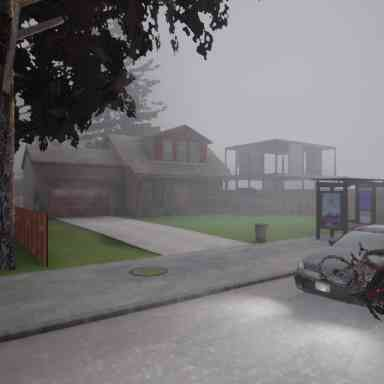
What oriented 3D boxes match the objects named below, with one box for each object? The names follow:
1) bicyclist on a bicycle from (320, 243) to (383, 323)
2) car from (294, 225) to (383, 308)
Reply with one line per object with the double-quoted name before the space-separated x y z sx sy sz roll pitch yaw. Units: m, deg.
"bicyclist on a bicycle" 3.035 1.369 5.431 1.656 1.620 0.582 38 46 25
"car" 4.355 1.527 7.655 4.674 1.442 1.812 0 0 -36
